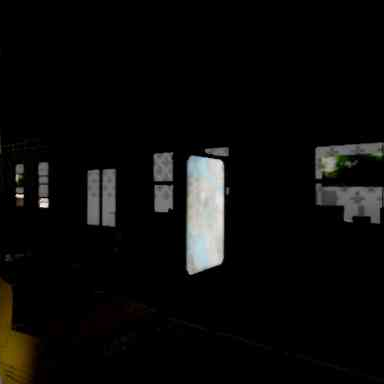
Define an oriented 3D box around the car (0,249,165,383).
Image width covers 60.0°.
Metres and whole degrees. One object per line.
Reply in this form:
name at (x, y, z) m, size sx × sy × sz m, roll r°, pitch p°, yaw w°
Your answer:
car at (-2.603, 1.504, 4.729) m, size 4.829 × 1.417 × 1.752 m, roll 0°, pitch 0°, yaw 35°
